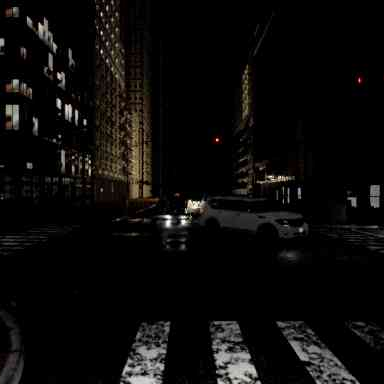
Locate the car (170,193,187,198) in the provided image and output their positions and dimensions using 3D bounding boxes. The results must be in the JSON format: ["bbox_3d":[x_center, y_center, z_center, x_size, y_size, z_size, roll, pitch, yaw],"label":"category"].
[{"bbox_3d":[-1.705,1.362,48.892,2.097,1.767,4.553,0,0,0],"label":"car"}]

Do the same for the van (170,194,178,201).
[{"bbox_3d":[-4.412,1.321,80.422,1.690,1.788,3.998,0,0,0],"label":"van"}]

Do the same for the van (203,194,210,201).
[{"bbox_3d":[3.468,1.321,80.479,1.690,1.788,3.998,0,0,0],"label":"van"}]

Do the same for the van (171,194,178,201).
[{"bbox_3d":[-4.452,1.315,85.949,1.690,1.788,3.998,0,0,0],"label":"van"}]

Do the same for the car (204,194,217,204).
[{"bbox_3d":[3.589,1.313,63.896,2.192,1.841,5.009,0,0,0],"label":"car"}]

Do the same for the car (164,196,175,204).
[{"bbox_3d":[-4.291,1.564,63.839,1.947,1.339,4.313,0,0,0],"label":"car"}]

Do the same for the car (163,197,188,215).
[{"bbox_3d":[-1.608,1.542,33.916,1.812,1.442,4.674,0,0,0],"label":"car"}]

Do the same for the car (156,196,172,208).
[{"bbox_3d":[-4.170,1.592,47.257,1.802,1.307,4.206,0,0,0],"label":"car"}]

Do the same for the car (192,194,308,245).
[{"bbox_3d":[2.838,1.269,16.588,2.150,2.045,5.566,-1,2,-45],"label":"car"}]

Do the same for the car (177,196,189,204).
[{"bbox_3d":[-1.759,1.490,63.781,2.128,1.511,4.902,0,0,0],"label":"car"}]

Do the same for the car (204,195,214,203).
[{"bbox_3d":[3.549,1.432,69.425,1.967,1.590,4.097,0,0,0],"label":"car"}]

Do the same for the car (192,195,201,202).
[{"bbox_3d":[0.968,1.512,73.228,1.812,1.442,4.674,0,0,0],"label":"car"}]

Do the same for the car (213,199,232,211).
[{"bbox_3d":[3.800,1.579,41.788,1.947,1.339,4.313,0,0,0],"label":"car"}]

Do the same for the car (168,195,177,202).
[{"bbox_3d":[-4.372,1.426,74.895,1.967,1.590,4.097,0,0,0],"label":"car"}]
